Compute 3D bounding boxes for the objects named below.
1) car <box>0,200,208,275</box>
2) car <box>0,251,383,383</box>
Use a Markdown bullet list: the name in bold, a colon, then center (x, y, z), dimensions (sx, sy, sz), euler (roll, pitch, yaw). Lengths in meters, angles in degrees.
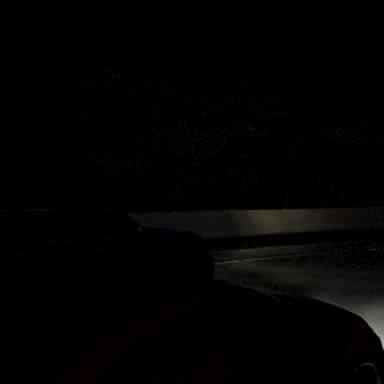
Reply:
- **car**: center (-2.218, 1.176, 6.417), dimensions (5.566, 2.045, 2.150), euler (0, 0, -32)
- **car**: center (0.066, 1.547, 3.347), dimensions (4.181, 1.385, 1.994), euler (0, 0, -32)
